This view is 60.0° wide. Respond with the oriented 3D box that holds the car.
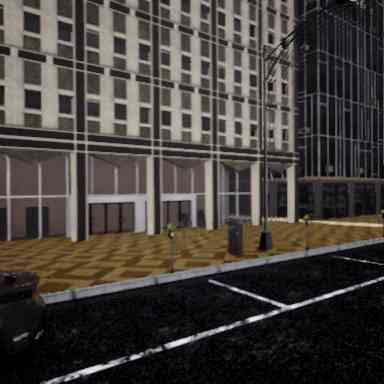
[{"bbox_3d":[-4.024,1.552,3.699,4.403,1.369,2.008,0,-1,-35],"label":"car"}]
